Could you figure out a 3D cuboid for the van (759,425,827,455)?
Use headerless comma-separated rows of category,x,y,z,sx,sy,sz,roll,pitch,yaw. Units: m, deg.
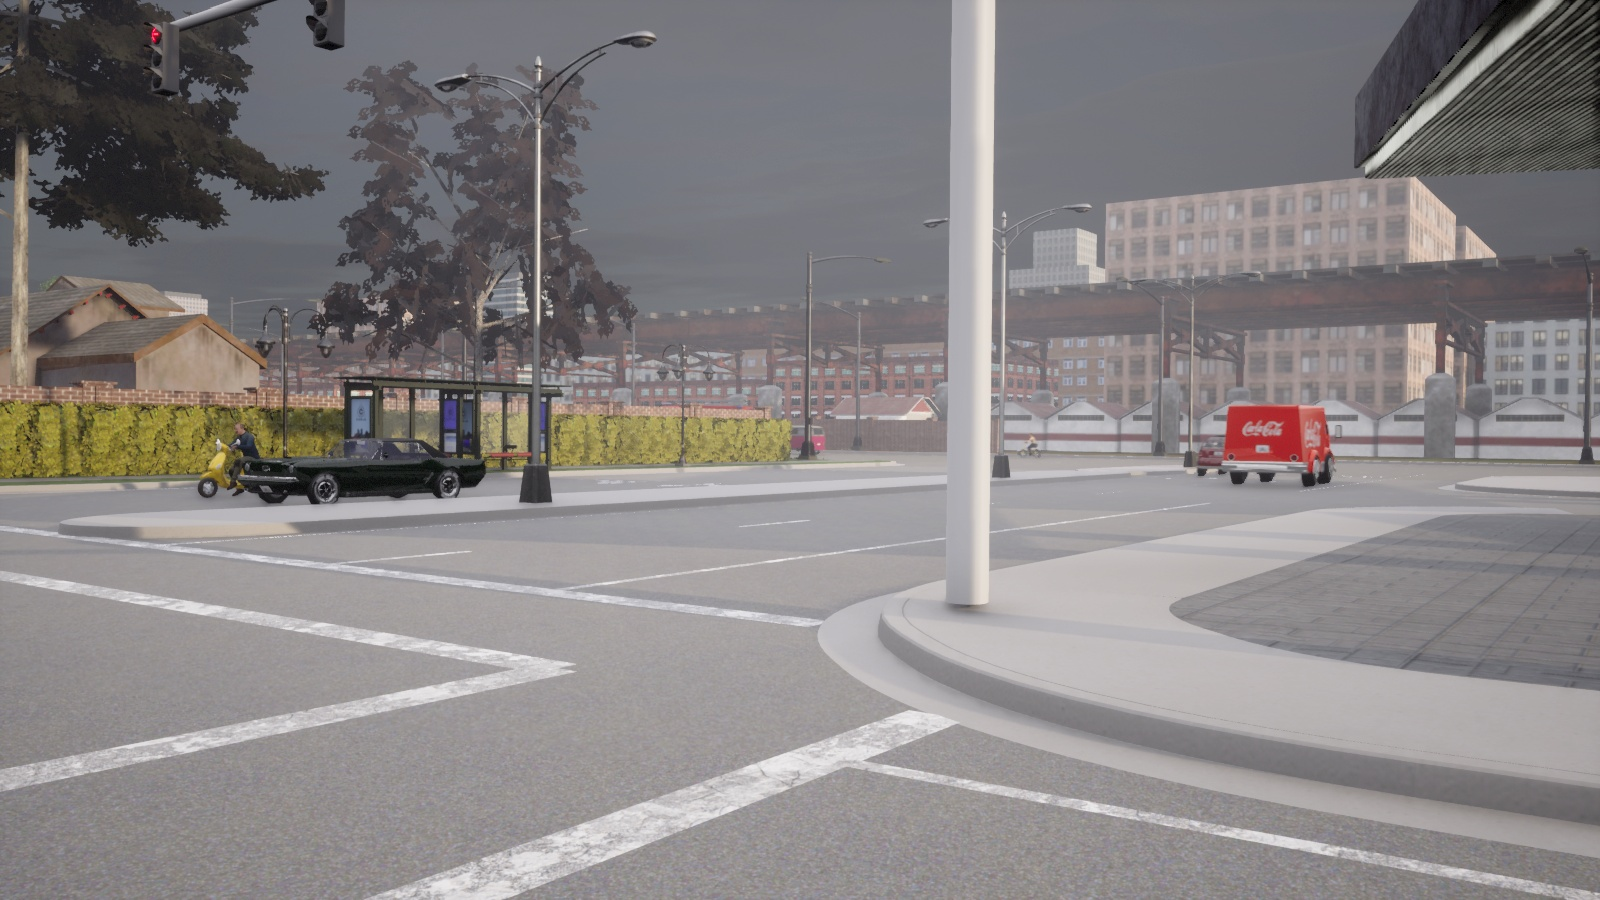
van,-0.492,-0.677,84.984,4.442,1.987,1.775,0,1,35

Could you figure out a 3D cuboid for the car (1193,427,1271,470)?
car,16.224,-0.080,47.070,1.789,1.549,3.705,0,1,35

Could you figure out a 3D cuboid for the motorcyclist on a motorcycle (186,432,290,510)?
motorcyclist on a motorcycle,-11.985,0.427,26.842,0.866,1.590,1.817,0,1,35

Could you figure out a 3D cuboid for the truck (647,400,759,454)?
truck,-7.288,-1.728,94.042,8.468,3.827,2.891,1,1,35

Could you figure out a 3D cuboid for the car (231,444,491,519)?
car,-8.724,0.564,25.371,1.895,1.301,4.718,0,1,35

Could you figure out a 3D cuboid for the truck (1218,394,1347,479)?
truck,15.325,-0.436,39.680,2.627,2.467,5.204,0,1,35
